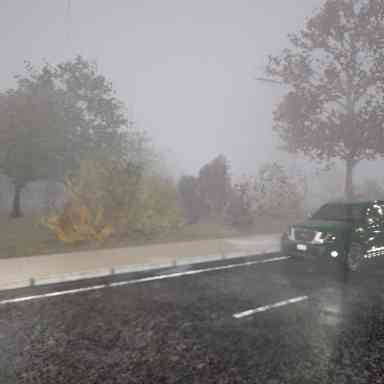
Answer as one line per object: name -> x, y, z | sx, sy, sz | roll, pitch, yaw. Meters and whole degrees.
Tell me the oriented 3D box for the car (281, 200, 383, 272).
car -> 5.553, 1.318, 11.500 | 5.566, 2.045, 2.150 | 1, 0, -35
